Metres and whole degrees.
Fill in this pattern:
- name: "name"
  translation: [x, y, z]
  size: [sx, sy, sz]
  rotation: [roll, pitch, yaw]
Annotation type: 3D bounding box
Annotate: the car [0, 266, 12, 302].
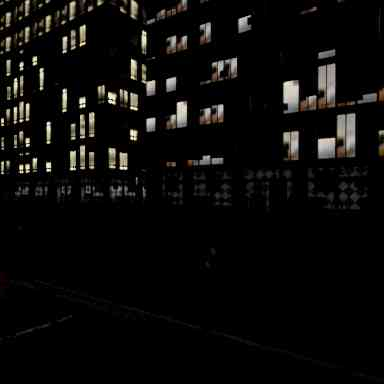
- name: "car"
  translation: [-5.554, 1.526, 6.846]
  size: [4.829, 1.417, 1.752]
  rotation: [0, 0, 36]
